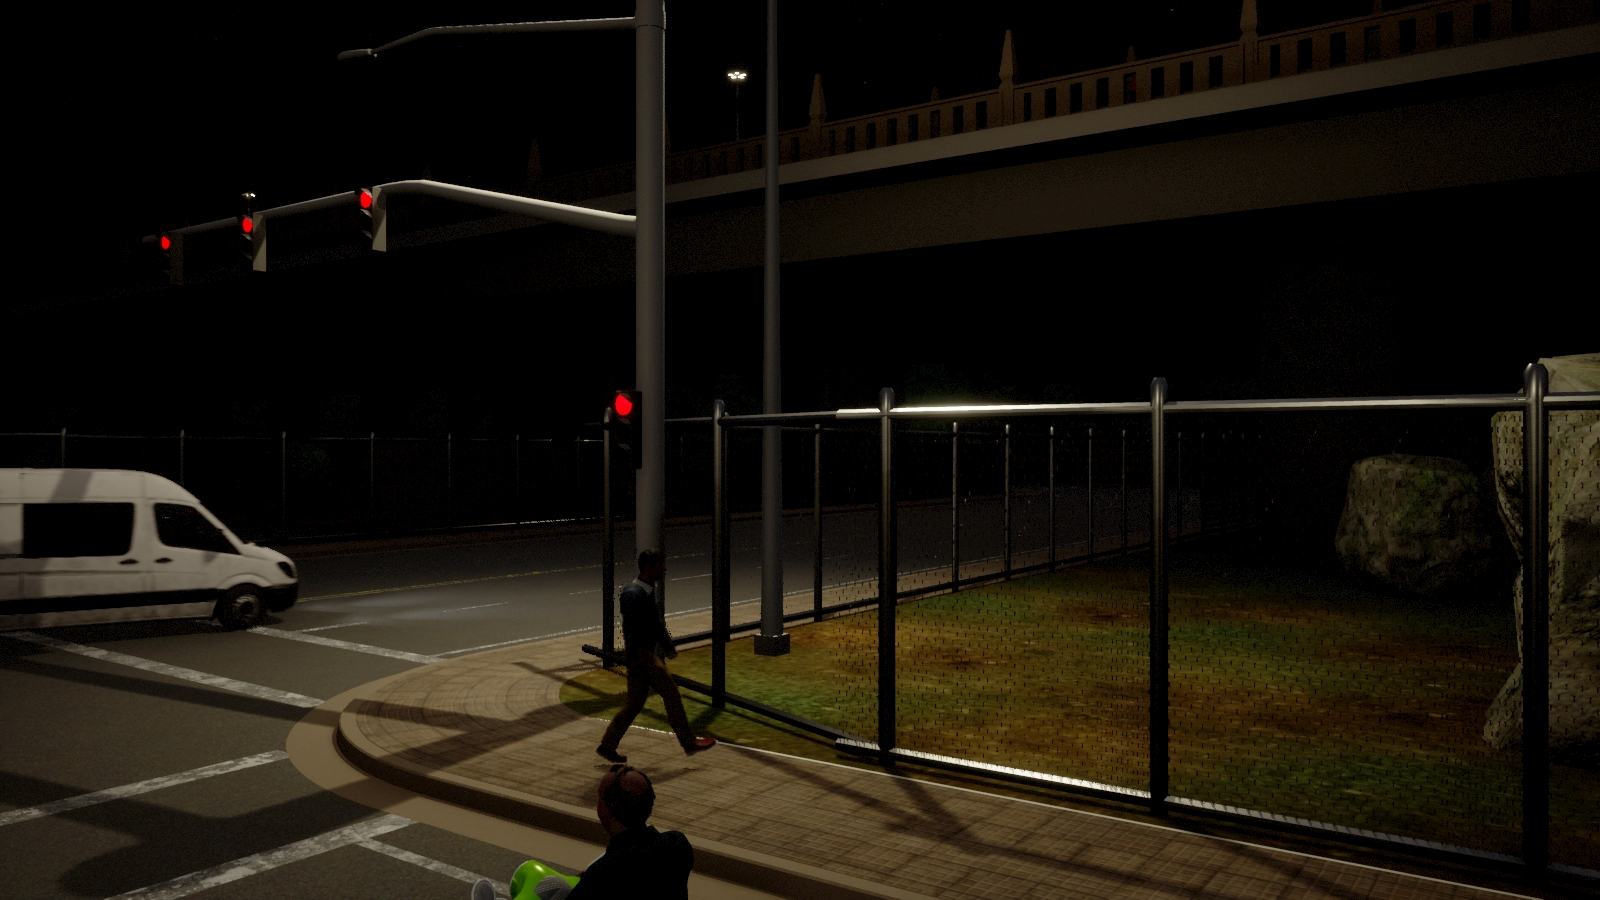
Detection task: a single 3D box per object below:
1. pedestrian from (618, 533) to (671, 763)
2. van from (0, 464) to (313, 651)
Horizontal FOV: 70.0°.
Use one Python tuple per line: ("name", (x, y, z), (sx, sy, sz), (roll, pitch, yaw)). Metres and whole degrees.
("pedestrian", (-1.297, 1.643, 9.581), (0.375, 1.860, 0.375), (0, 0, 3))
("van", (-10.857, 1.515, 17.465), (5.915, 2.561, 1.988), (1, 0, -41))
